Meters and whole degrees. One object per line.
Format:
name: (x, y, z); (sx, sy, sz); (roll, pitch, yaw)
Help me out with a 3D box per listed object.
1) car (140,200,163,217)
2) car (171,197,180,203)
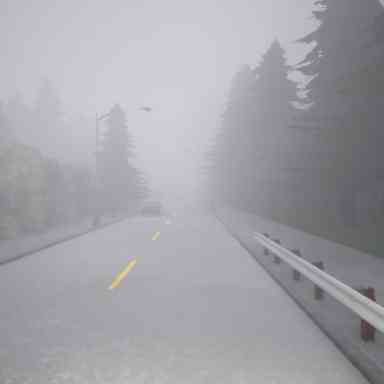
car: (-3.978, 1.580, 33.407); (1.882, 1.535, 5.008); (0, 0, 0)
car: (-3.701, 1.831, 75.847); (2.033, 1.411, 5.357); (0, 0, 0)
